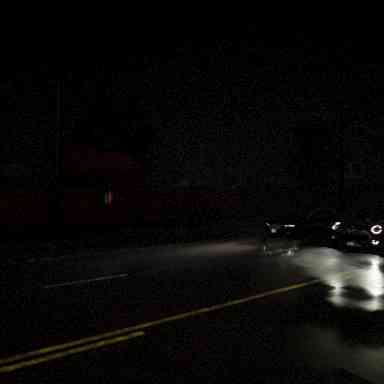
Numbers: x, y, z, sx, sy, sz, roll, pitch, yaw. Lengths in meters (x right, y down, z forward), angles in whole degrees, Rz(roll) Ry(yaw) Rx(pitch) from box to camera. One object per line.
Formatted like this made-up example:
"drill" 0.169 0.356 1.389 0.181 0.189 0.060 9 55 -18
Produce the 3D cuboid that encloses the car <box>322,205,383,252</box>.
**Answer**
"car" 7.805 1.360 13.858 4.553 1.767 2.097 0 0 -36

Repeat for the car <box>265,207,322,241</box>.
"car" 5.730 1.499 16.677 4.902 1.511 2.128 0 0 -36
